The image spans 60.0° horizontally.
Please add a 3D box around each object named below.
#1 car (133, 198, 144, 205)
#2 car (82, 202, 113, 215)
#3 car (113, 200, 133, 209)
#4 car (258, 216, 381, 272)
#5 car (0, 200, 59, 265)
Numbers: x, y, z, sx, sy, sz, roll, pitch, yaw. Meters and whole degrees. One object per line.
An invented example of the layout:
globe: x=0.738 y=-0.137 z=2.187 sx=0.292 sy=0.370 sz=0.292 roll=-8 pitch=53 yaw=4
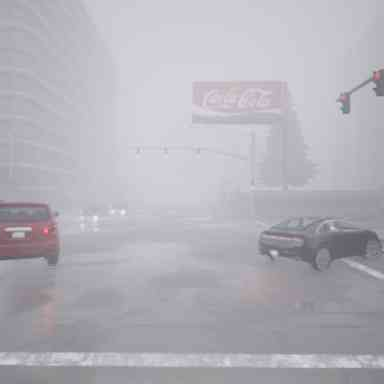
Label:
car: x=-10.509 y=1.887 z=65.269 sx=2.033 sy=1.411 sz=5.357 roll=0 pitch=0 yaw=0
car: x=-10.592 y=1.794 z=36.771 sx=1.895 sy=1.301 sz=4.718 roll=0 pitch=0 yaw=0
car: x=-10.577 y=1.859 z=49.318 sx=1.895 sy=1.301 sz=4.718 roll=0 pitch=0 yaw=0
car: x=4.351 y=1.549 z=11.023 sx=4.902 sy=1.511 sz=2.128 roll=0 pitch=-1 yaw=-36
car: x=-5.871 y=1.283 z=11.530 sx=2.150 sy=2.045 sz=5.566 roll=1 pitch=-1 yaw=-25
